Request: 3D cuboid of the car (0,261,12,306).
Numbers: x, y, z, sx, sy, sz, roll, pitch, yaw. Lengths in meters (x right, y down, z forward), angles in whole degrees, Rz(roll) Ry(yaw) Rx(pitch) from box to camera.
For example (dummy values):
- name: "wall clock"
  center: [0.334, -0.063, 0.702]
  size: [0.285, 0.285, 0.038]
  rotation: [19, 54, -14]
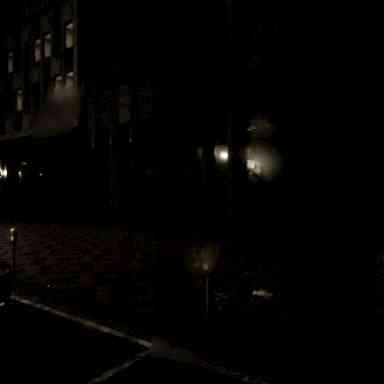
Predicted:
- name: "car"
  center: [-5.396, 1.600, 6.695]
  size: [4.507, 1.381, 1.887]
  rotation: [0, 0, 35]
